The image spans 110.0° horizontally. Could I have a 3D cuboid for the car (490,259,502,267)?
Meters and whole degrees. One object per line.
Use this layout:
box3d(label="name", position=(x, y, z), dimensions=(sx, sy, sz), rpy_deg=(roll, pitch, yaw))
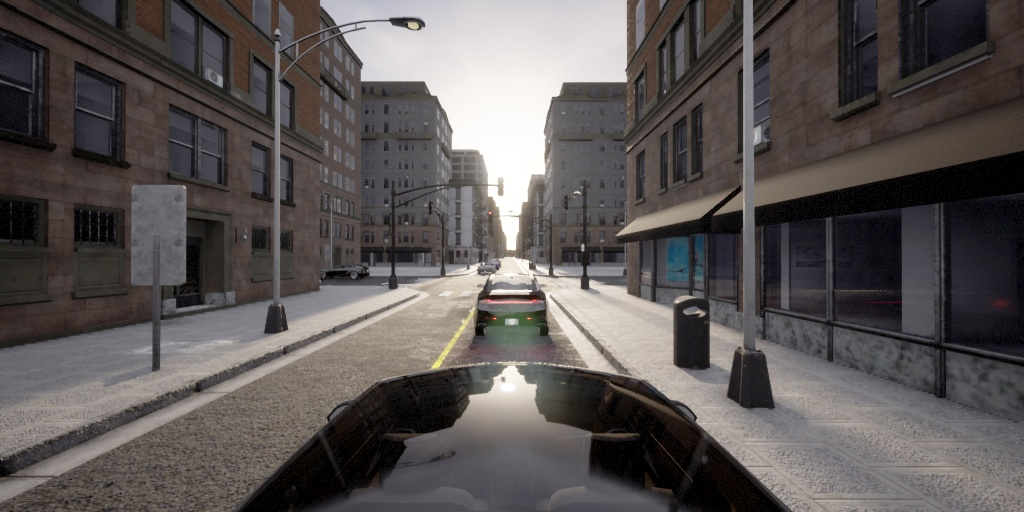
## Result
box3d(label="car", position=(-2.829, 1.203, 63.634), dimensions=(1.837, 1.490, 4.892), rpy_deg=(0, 0, 0))

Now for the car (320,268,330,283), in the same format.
box3d(label="car", position=(-14.775, 1.289, 23.491), dimensions=(4.313, 1.339, 1.948), rpy_deg=(0, 0, 0))

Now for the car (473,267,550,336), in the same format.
box3d(label="car", position=(-0.002, 1.242, 10.349), dimensions=(2.128, 1.511, 4.902), rpy_deg=(0, 0, 0))

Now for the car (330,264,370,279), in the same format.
box3d(label="car", position=(-14.772, 1.330, 31.517), dimensions=(4.313, 1.339, 1.948), rpy_deg=(0, 0, 0))

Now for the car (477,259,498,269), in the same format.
box3d(label="car", position=(-2.839, 1.330, 39.876), dimensions=(1.895, 1.301, 4.718), rpy_deg=(0, 0, 0))

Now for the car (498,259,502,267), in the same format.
box3d(label="car", position=(-2.855, 1.191, 51.297), dimensions=(1.882, 1.535, 5.008), rpy_deg=(0, 0, 0))
